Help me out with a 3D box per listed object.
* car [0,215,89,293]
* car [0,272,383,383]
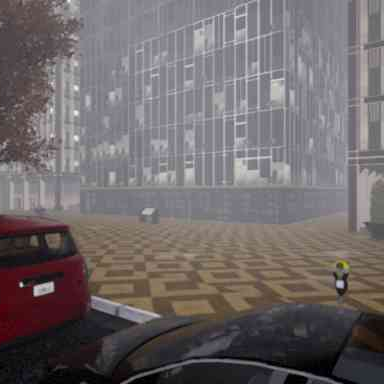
[{"bbox_3d":[-3.824,1.318,5.622,5.009,1.841,2.192,0,0,36],"label":"car"},{"bbox_3d":[0.665,1.566,2.404,4.313,1.339,1.947,0,0,36],"label":"car"}]
